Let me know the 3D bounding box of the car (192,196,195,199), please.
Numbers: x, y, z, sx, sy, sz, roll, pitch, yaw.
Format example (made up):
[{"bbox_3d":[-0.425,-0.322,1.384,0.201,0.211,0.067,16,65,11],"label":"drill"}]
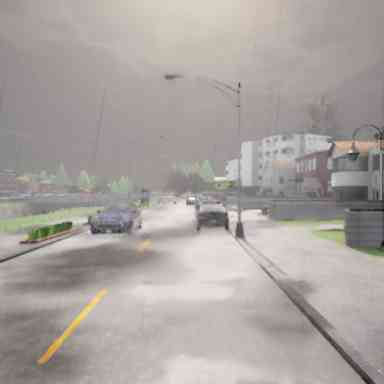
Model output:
[{"bbox_3d":[1.198,1.482,36.793,1.837,1.490,4.892,0,0,0],"label":"car"}]

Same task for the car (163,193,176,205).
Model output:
[{"bbox_3d":[-4.031,1.183,60.441,2.150,2.045,5.566,0,0,1],"label":"car"}]

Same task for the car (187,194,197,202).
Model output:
[{"bbox_3d":[0.000,1.284,71.636,1.882,1.535,5.008,0,0,0],"label":"car"}]

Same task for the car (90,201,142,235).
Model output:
[{"bbox_3d":[-4.100,1.340,18.614,2.097,1.767,4.553,0,0,0],"label":"car"}]

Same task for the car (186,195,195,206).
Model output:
[{"bbox_3d":[-0.001,1.528,55.642,1.994,1.385,4.181,0,0,0],"label":"car"}]

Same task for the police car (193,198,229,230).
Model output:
[{"bbox_3d":[1.199,1.412,20.903,1.930,1.638,5.238,0,0,0],"label":"police car"}]

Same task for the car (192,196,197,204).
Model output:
[{"bbox_3d":[1.199,1.458,30.793,1.882,1.535,5.008,0,0,0],"label":"car"}]
